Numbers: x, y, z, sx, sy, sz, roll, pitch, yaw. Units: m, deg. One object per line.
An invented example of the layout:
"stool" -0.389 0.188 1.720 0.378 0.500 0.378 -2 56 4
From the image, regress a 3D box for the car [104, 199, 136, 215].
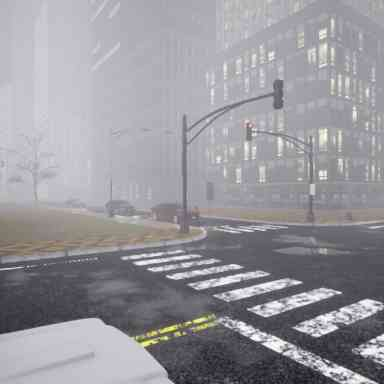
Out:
"car" -7.300 1.508 33.544 1.837 1.490 4.892 0 1 -35

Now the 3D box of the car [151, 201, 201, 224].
"car" -1.292 1.483 25.009 1.882 1.535 5.008 0 0 -35

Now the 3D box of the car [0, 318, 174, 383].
"car" -2.297 1.601 1.804 4.718 1.301 1.895 0 0 -36

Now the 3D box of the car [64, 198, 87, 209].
"car" -16.270 1.552 46.282 2.033 1.411 5.357 0 0 -35
